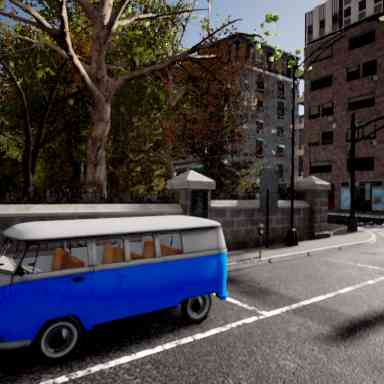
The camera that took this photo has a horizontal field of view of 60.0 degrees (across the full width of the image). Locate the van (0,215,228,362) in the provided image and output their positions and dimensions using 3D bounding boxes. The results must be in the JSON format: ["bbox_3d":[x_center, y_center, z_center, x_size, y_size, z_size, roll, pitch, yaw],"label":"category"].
[{"bbox_3d":[-1.246,1.342,5.613,3.998,1.788,1.690,0,1,-36],"label":"van"}]
